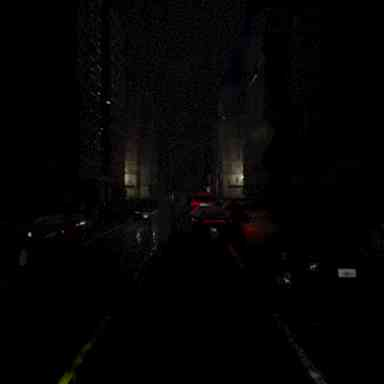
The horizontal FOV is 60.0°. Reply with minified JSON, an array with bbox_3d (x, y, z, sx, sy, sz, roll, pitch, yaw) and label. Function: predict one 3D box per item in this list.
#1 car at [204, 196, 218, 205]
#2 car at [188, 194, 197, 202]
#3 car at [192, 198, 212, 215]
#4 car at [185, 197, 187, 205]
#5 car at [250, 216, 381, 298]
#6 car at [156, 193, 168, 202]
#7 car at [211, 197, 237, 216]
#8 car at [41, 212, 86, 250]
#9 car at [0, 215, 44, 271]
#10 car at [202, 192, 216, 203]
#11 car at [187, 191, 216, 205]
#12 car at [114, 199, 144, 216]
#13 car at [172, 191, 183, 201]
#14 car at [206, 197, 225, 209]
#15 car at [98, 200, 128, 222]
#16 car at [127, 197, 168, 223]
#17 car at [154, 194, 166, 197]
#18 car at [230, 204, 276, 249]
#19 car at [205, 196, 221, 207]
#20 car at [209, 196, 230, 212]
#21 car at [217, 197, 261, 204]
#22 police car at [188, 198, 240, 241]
[{"bbox_3d":[2.895,1.259,52.404,1.947,1.339,4.313,0,0,0],"label":"car"},{"bbox_3d":[0.048,1.138,67.244,1.812,1.442,4.674,0,0,0],"label":"car"},{"bbox_3d":[0.922,1.338,32.121,1.812,1.442,4.674,0,0,0],"label":"car"},{"bbox_3d":[0.037,1.197,52.596,1.837,1.490,4.892,0,0,0],"label":"car"},{"bbox_3d":[2.864,1.518,8.216,1.947,1.339,4.313,0,0,0],"label":"car"},{"bbox_3d":[-5.623,1.068,63.451,1.967,1.590,4.097,0,0,0],"label":"car"},{"bbox_3d":[2.879,1.263,30.309,1.967,1.590,4.097,0,0,0],"label":"car"},{"bbox_3d":[-5.659,1.502,13.728,1.802,1.307,4.206,0,0,0],"label":"car"},{"bbox_3d":[-5.662,1.497,8.202,1.887,1.381,4.507,0,0,0],"label":"car"},{"bbox_3d":[2.900,0.976,57.926,2.192,1.841,5.009,0,0,0],"label":"car"},{"bbox_3d":[0.918,1.070,26.149,2.150,2.045,5.566,0,0,0],"label":"car"},{"bbox_3d":[-5.647,1.388,30.302,1.947,1.339,4.313,0,0,0],"label":"car"},{"bbox_3d":[-2.952,0.968,67.276,2.097,1.767,4.553,0,0,0],"label":"car"},{"bbox_3d":[2.887,1.308,41.357,2.008,1.369,4.403,0,0,0],"label":"car"},{"bbox_3d":[-5.650,1.400,24.777,1.887,1.381,4.507,0,0,0],"label":"car"},{"bbox_3d":[-3.082,1.348,24.558,2.128,1.511,4.902,0,0,0],"label":"car"},{"bbox_3d":[-5.631,1.275,52.402,1.802,1.307,4.206,0,0,0],"label":"car"},{"bbox_3d":[2.868,1.444,13.909,1.752,1.417,4.829,0,0,0],"label":"car"},{"bbox_3d":[2.891,1.276,46.880,2.008,1.369,4.403,0,0,0],"label":"car"},{"bbox_3d":[2.883,1.230,35.833,1.967,1.590,4.097,0,0,0],"label":"car"},{"bbox_3d":[2.872,1.202,19.261,2.192,1.841,5.009,0,0,0],"label":"car"},{"bbox_3d":[0.911,1.331,16.230,1.930,1.638,5.238,0,0,0],"label":"police car"}]
